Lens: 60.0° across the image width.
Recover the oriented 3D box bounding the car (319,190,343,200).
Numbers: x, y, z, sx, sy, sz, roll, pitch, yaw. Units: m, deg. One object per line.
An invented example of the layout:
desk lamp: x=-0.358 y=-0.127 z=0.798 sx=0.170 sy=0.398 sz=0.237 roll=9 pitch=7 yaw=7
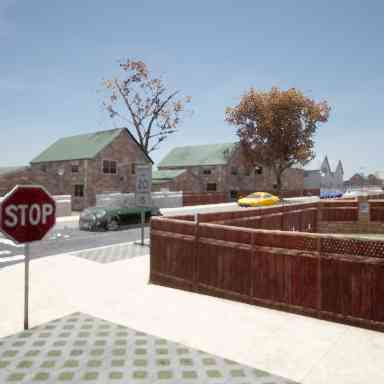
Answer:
car: x=18.557 y=0.443 z=44.242 sx=1.882 sy=1.535 sz=5.008 roll=1 pitch=2 yaw=41

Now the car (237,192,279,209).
car: x=5.943 y=0.825 z=29.675 sx=1.882 sy=1.535 sz=5.008 roll=1 pitch=2 yaw=41

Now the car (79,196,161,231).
car: x=-3.847 y=1.030 z=18.258 sx=2.097 sy=1.767 sz=4.553 roll=1 pitch=2 yaw=41
